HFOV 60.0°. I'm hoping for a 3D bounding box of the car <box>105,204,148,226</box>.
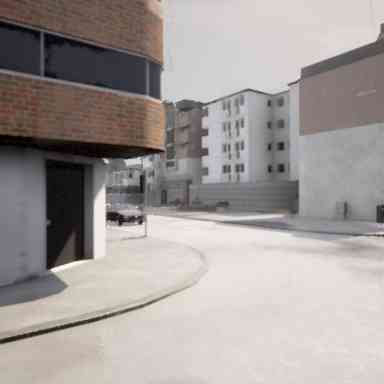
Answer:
[{"bbox_3d":[-5.136,1.545,24.018,2.033,1.411,5.357,0,0,-35],"label":"car"}]
